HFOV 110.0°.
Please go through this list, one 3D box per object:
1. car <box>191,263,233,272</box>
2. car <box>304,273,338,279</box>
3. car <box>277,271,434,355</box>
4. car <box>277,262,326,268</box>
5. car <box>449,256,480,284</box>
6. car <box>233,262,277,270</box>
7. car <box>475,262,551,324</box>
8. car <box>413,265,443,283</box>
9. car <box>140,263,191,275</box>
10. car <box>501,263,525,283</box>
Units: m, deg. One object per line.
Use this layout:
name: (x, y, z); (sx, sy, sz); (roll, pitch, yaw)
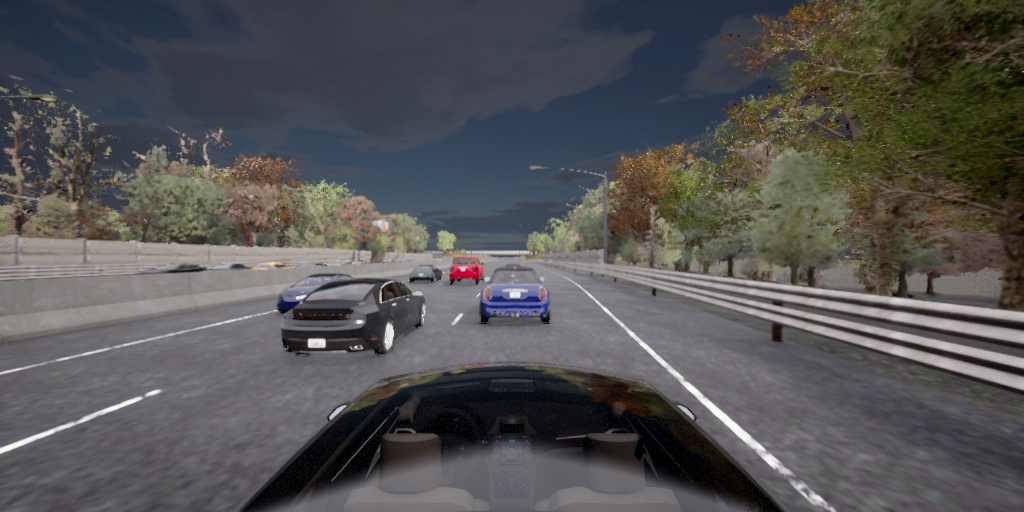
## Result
car: (-24.600, 1.374, 31.051); (1.812, 1.442, 4.674); (0, 0, 0)
car: (-6.906, 1.351, 13.745); (1.994, 1.385, 4.181); (0, 0, 0)
car: (-3.411, 1.277, 8.690); (1.837, 1.490, 4.892); (0, 0, 0)
car: (-17.603, 1.326, 31.114); (1.882, 1.535, 5.008); (0, 0, 0)
car: (-3.408, 1.058, 27.674); (2.150, 2.045, 5.566); (0, 0, 0)
car: (-21.101, 1.326, 31.076); (1.882, 1.535, 5.008); (0, 0, 0)
car: (0.093, 1.135, 12.341); (2.097, 1.767, 4.553); (0, 0, 0)
car: (-6.909, 1.406, 29.233); (1.994, 1.385, 4.181); (0, 0, 0)
car: (-27.928, 1.321, 29.821); (1.882, 1.535, 5.008); (0, 0, -1)
car: (0.092, 1.370, 29.672); (1.812, 1.442, 4.674); (0, 0, 0)
